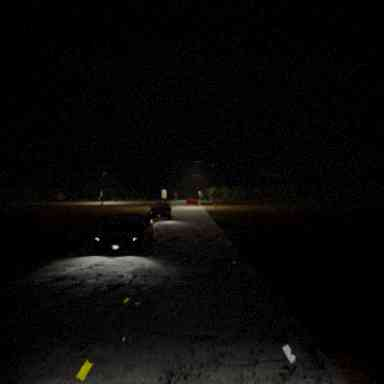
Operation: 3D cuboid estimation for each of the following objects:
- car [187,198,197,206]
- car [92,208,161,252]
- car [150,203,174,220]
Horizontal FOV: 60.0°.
[{"bbox_3d":[0.023,1.826,62.735,1.882,1.535,5.008,0,0,0],"label":"car"},{"bbox_3d":[-2.791,1.663,14.846,2.033,1.411,5.357,0,0,1],"label":"car"},{"bbox_3d":[-2.754,1.741,30.363,1.812,1.442,4.674,0,-1,1],"label":"car"}]
